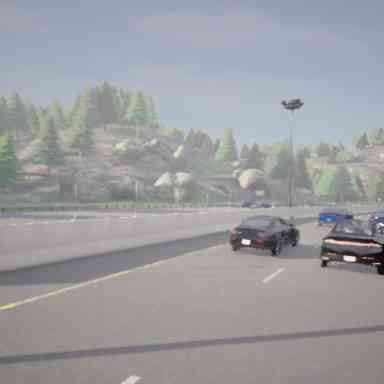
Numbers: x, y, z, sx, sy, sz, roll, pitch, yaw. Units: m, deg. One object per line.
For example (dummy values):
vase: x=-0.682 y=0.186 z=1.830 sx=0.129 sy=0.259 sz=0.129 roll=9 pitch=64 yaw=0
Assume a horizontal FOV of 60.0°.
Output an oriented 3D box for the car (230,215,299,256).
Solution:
car: x=3.147 y=1.680 z=14.005 sx=1.812 sy=1.442 sz=4.674 roll=2 pitch=0 yaw=31

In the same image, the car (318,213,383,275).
car: x=5.745 y=1.727 z=11.532 sx=2.128 sy=1.511 sz=4.902 roll=2 pitch=0 yaw=31

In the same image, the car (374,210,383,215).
car: x=14.211 y=2.091 z=24.474 sx=1.812 sy=1.442 sz=4.674 roll=2 pitch=0 yaw=36

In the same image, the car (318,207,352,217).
car: x=11.761 y=1.969 z=27.055 sx=1.882 sy=1.535 sz=5.008 roll=2 pitch=0 yaw=36
